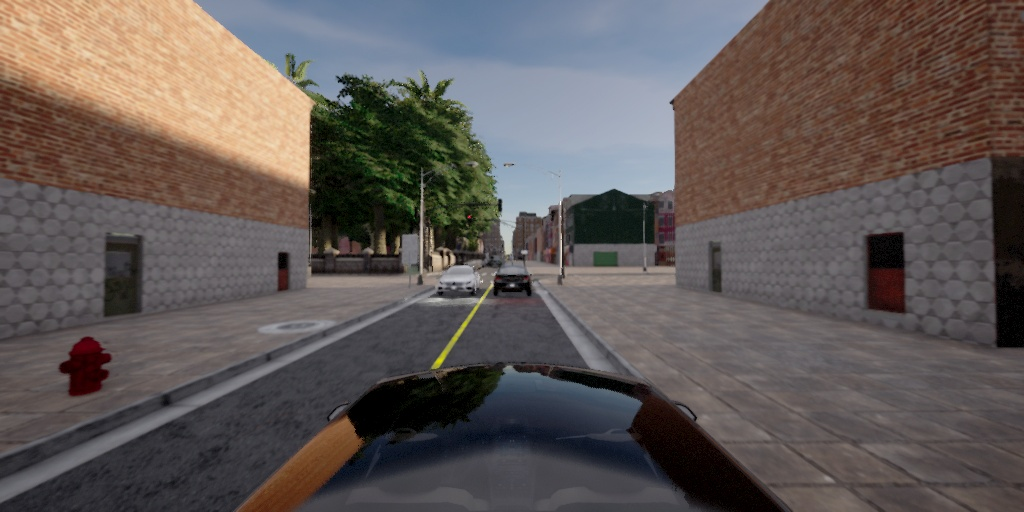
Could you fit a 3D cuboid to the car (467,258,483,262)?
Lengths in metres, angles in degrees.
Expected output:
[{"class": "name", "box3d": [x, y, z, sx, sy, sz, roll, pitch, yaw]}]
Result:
[{"class": "car", "box3d": [-5.480, 1.231, 48.275, 2.007, 1.370, 4.403, 0, 0, 0]}]

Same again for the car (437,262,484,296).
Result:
[{"class": "car", "box3d": [-2.755, 1.242, 19.424, 1.812, 1.442, 4.674, 0, 0, 1]}]

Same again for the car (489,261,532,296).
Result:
[{"class": "car", "box3d": [0.039, 1.196, 19.133, 1.882, 1.535, 5.008, 0, 0, 1]}]

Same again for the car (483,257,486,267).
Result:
[{"class": "car", "box3d": [-5.504, 1.227, 55.410, 2.007, 1.370, 4.403, 0, 0, 0]}]

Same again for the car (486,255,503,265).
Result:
[{"class": "car", "box3d": [-2.944, 0.899, 63.873, 2.150, 2.045, 5.566, 0, 0, 0]}]

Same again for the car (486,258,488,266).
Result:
[{"class": "car", "box3d": [-5.542, 1.242, 60.860, 1.948, 1.339, 4.313, 0, 0, 0]}]
